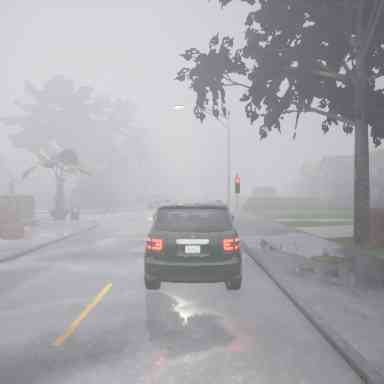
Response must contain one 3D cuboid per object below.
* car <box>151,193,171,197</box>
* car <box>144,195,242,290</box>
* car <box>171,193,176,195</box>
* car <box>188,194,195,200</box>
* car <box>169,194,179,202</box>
[{"bbox_3d":[-4.101,1.222,40.698,2.150,2.045,5.566,0,0,0],"label":"car"},{"bbox_3d":[0.036,1.221,9.228,2.150,2.045,5.566,0,0,0],"label":"car"},{"bbox_3d":[-4.076,1.220,60.039,2.150,2.045,5.566,0,0,0],"label":"car"},{"bbox_3d":[-0.007,1.356,88.183,1.812,1.442,4.674,0,0,0],"label":"car"},{"bbox_3d":[-4.006,1.355,75.512,2.097,1.767,4.553,0,0,0],"label":"car"}]
